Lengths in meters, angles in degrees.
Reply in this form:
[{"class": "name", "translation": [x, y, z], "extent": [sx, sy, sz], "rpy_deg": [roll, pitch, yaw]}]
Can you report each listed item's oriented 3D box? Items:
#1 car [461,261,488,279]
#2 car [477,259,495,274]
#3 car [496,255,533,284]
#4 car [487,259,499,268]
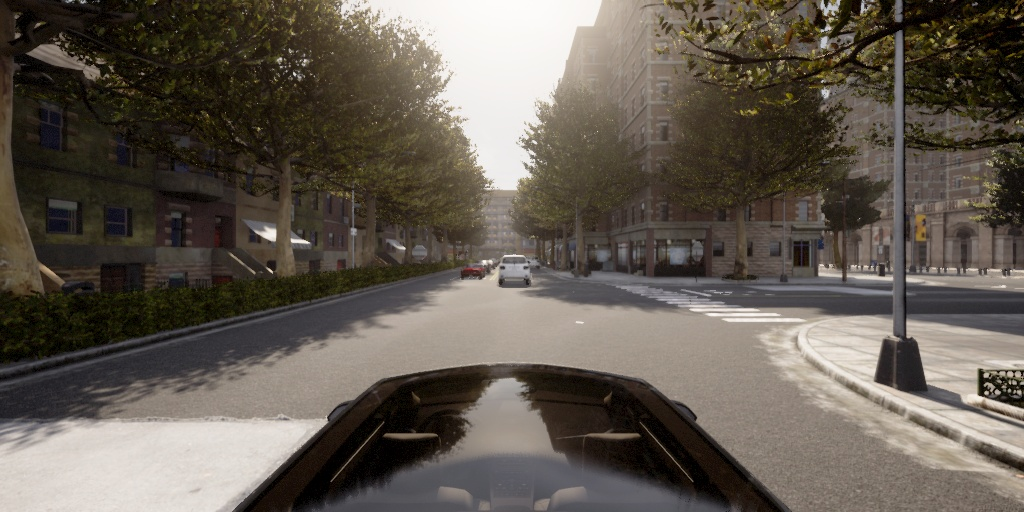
[{"class": "car", "translation": [-3.498, 1.347, 32.585], "extent": [1.895, 1.301, 4.718], "rpy_deg": [0, 0, 0]}, {"class": "car", "translation": [-3.502, 1.236, 41.785], "extent": [2.128, 1.511, 4.902], "rpy_deg": [0, 0, 0]}, {"class": "car", "translation": [0.158, 0.969, 27.086], "extent": [2.150, 2.045, 5.566], "rpy_deg": [0, 0, 0]}, {"class": "car", "translation": [-3.405, 1.246, 64.429], "extent": [1.837, 1.490, 4.892], "rpy_deg": [0, 0, 1]}]
